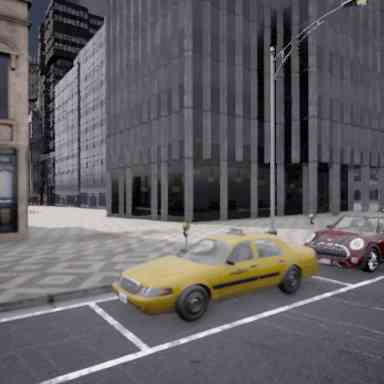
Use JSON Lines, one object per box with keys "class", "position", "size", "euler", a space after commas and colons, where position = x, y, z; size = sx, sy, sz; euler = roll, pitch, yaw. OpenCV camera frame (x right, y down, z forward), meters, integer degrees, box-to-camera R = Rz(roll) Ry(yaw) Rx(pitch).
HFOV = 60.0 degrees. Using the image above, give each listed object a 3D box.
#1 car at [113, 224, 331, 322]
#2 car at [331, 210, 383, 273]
{"class": "car", "position": [0.762, 1.506, 7.191], "size": [4.829, 1.417, 1.752], "euler": [0, 0, -35]}
{"class": "car", "position": [5.369, 1.399, 10.475], "size": [4.097, 1.590, 1.967], "euler": [0, 0, -35]}
